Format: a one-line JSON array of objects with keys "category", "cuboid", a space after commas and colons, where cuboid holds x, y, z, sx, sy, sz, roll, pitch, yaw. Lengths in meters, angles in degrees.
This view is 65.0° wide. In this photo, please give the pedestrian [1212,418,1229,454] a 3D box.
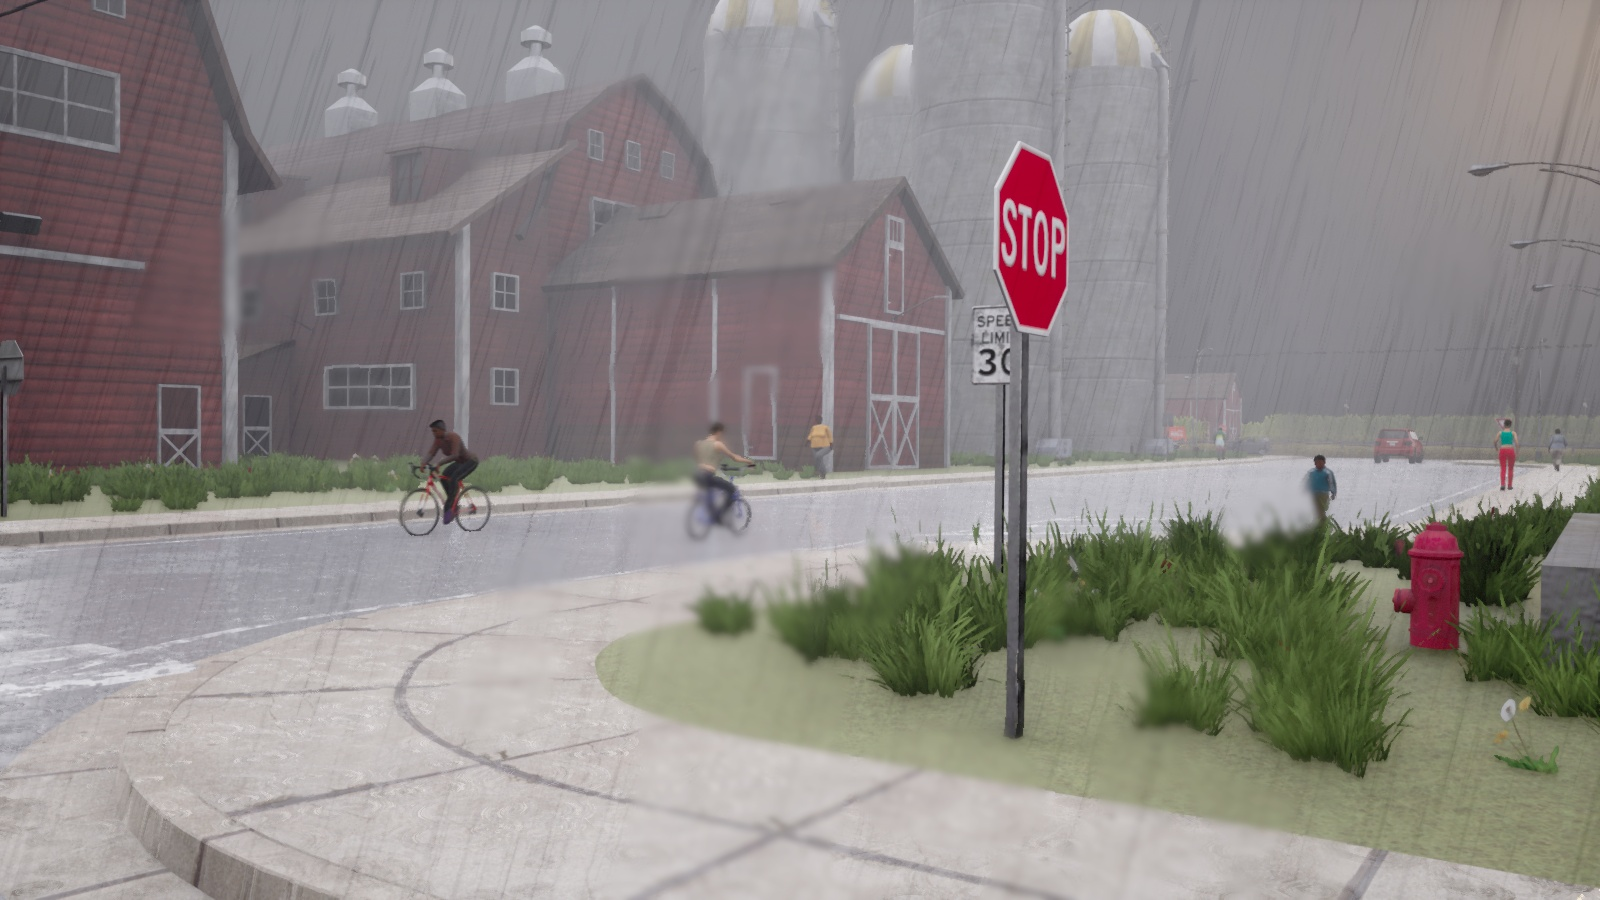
[{"category": "pedestrian", "cuboid": [23.158, -0.766, 69.109, 0.659, 1.952, 0.873, 0, 1, 36]}]

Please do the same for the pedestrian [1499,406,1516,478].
[{"category": "pedestrian", "cuboid": [18.198, -0.219, 32.309, 0.345, 1.836, 0.594, 0, 1, 33]}]

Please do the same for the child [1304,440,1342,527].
[{"category": "child", "cuboid": [7.307, 0.461, 17.532, 0.343, 1.192, 0.448, 0, 1, 45]}]

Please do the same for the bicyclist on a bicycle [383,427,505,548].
[{"category": "bicyclist on a bicycle", "cuboid": [-4.995, 0.487, 17.724, 0.582, 1.620, 1.656, 0, 1, 33]}]

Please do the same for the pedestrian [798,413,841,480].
[{"category": "pedestrian", "cuboid": [0.555, -0.102, 35.415, 0.874, 1.855, 0.900, 0, 1, 32]}]

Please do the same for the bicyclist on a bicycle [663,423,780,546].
[{"category": "bicyclist on a bicycle", "cuboid": [-1.065, 0.441, 17.343, 0.866, 1.612, 1.509, 0, 1, 32]}]

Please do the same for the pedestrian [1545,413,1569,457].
[{"category": "pedestrian", "cuboid": [31.887, -0.624, 52.908, 0.874, 1.855, 0.900, 0, 1, 30]}]

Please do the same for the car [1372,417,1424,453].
[{"category": "car", "cuboid": [35.622, -0.893, 74.757, 2.150, 2.045, 5.566, 0, 1, 32]}]

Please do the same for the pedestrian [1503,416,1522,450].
[{"category": "pedestrian", "cuboid": [39.404, -0.918, 69.435, 0.874, 1.855, 0.900, 0, 1, 28]}]
